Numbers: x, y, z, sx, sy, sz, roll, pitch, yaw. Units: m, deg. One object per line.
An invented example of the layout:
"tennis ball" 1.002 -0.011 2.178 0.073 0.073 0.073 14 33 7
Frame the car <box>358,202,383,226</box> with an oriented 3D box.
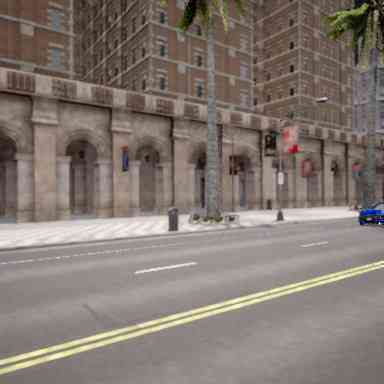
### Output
"car" 12.825 1.383 21.708 5.008 1.535 1.882 0 0 -35
